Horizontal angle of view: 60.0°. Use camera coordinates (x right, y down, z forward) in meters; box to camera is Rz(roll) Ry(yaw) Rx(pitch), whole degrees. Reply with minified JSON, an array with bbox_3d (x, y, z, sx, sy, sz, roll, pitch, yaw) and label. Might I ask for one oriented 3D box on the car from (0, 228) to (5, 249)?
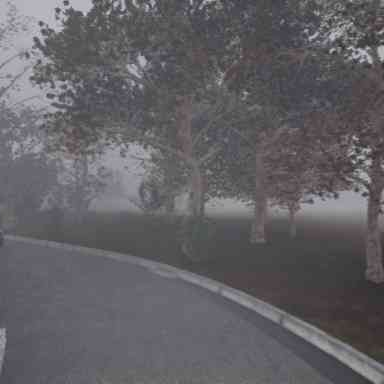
[{"bbox_3d":[-9.552,1.631,13.769,4.181,1.385,1.994,0,-1,37],"label":"car"}]
